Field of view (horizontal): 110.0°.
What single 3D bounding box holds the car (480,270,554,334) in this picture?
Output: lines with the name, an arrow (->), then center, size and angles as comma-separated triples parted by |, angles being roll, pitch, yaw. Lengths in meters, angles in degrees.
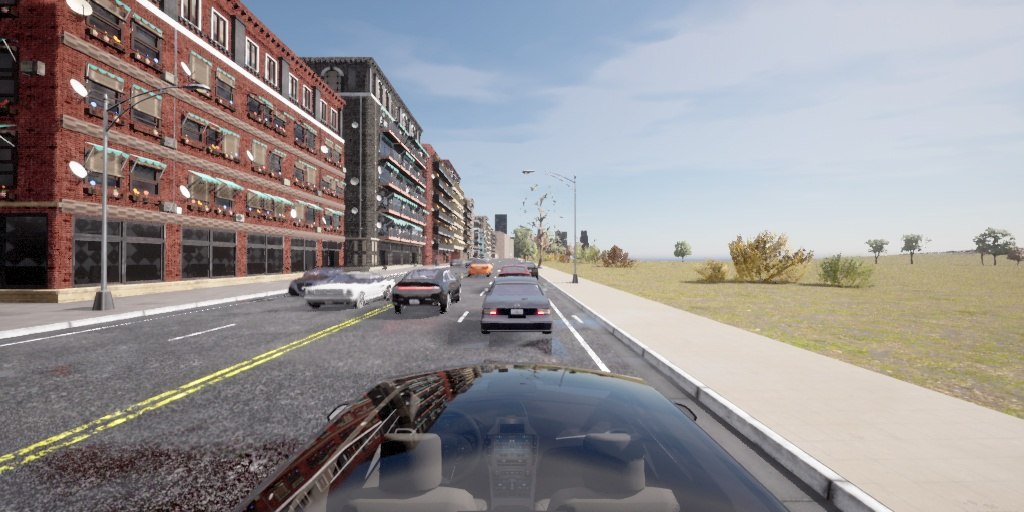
car -> 0.119, 1.299, 10.557 | 2.033, 1.411, 5.357 | 0, 0, 0

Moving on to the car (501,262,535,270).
car -> 0.147, 1.231, 21.097 | 1.882, 1.535, 5.008 | 0, 0, 0

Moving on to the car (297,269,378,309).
car -> -6.569, 1.353, 15.038 | 1.895, 1.301, 4.718 | 0, 0, 0

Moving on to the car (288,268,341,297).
car -> -9.810, 1.317, 18.960 | 1.994, 1.385, 4.181 | 0, 0, 0

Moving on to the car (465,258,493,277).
car -> -3.069, 1.105, 35.736 | 2.097, 1.767, 4.553 | 0, 0, 0

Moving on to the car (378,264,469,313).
car -> -3.124, 1.244, 13.907 | 2.128, 1.511, 4.902 | 0, 0, 0

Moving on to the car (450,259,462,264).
car -> -9.675, 1.245, 62.458 | 2.128, 1.511, 4.902 | 0, 0, 0

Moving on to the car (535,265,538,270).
car -> 1.204, 1.232, 30.534 | 1.882, 1.535, 5.008 | 0, 0, 0
